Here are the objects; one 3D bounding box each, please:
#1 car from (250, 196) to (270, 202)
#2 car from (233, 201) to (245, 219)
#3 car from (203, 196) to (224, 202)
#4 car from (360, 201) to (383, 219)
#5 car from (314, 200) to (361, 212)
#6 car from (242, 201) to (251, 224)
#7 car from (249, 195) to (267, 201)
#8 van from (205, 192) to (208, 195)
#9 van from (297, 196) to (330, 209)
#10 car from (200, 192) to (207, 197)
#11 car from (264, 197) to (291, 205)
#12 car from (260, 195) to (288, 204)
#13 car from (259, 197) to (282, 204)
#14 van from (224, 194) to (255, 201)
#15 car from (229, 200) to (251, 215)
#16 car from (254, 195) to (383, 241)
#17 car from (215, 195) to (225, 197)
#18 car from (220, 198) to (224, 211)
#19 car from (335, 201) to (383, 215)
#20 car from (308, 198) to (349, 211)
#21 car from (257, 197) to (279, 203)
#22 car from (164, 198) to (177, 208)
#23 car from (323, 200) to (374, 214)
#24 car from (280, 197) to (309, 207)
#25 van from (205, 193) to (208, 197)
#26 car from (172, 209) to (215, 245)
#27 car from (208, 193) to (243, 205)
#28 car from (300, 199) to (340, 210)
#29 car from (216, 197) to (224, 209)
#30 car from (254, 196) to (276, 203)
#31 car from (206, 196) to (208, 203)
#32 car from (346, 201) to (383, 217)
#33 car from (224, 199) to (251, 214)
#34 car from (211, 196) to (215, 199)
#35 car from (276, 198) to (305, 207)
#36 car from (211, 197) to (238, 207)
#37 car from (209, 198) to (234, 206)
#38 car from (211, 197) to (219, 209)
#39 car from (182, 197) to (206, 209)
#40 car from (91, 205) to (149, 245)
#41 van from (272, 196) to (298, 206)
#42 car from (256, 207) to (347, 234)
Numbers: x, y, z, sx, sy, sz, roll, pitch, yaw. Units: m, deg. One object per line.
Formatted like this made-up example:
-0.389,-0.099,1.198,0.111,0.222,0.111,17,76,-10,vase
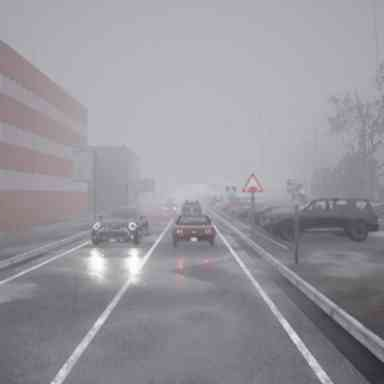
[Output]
17.883,1.773,87.598,5.008,1.535,2.097,0,1,-1,car
6.142,1.685,27.906,4.674,1.452,2.002,0,0,-1,car
5.498,1.772,87.263,5.366,1.575,1.946,0,1,-1,car
18.666,1.667,30.987,5.008,1.535,2.097,0,0,-1,car
18.506,1.754,42.404,5.008,1.535,2.097,0,0,-1,car
6.218,1.599,22.256,5.008,1.535,2.097,0,-1,-1,car
17.819,1.621,90.296,4.553,1.767,2.185,0,1,-1,car
5.587,1.662,75.959,4.442,1.987,1.878,0,1,-1,van
18.509,1.593,50.751,4.442,1.987,1.878,0,0,-1,van
5.403,1.608,78.781,5.566,2.045,2.435,0,1,-1,car
18.116,1.938,70.647,5.008,1.535,2.097,0,1,-1,car
18.054,1.662,73.479,5.566,2.045,2.435,0,1,-1,car
18.014,1.915,76.305,4.792,1.488,2.163,0,1,-1,car
6.142,1.484,36.386,4.442,1.987,1.878,0,0,-1,van
6.108,1.707,30.732,4.674,1.452,2.002,0,0,-1,car
6.275,1.297,16.606,5.566,2.045,2.435,0,-1,-1,car
5.898,1.671,47.685,4.553,1.767,2.185,0,0,-1,car
5.984,1.772,39.208,4.674,1.452,2.002,0,0,-1,car
18.621,1.740,36.634,4.792,1.488,2.163,0,0,-1,car
18.502,1.651,45.229,4.553,1.767,2.185,0,0,-1,car
17.975,1.887,79.129,4.792,1.488,2.163,0,1,-1,car
-3.659,1.750,57.236,2.097,1.767,4.553,0,0,0,car
18.555,1.733,39.581,5.008,1.535,2.097,0,0,-1,car
18.244,1.759,59.344,4.553,1.767,2.185,0,0,-1,car
5.665,1.713,70.429,4.442,1.987,1.878,0,0,-1,van
0.068,1.740,16.402,1.895,1.301,4.718,0,0,0,car
5.816,1.589,53.337,5.566,2.045,2.435,0,0,-1,car
18.437,1.798,48.051,5.008,1.535,2.097,0,0,-1,car
6.132,1.750,42.036,5.366,1.575,1.946,0,0,-1,car
17.974,1.832,81.827,4.892,1.521,2.231,0,1,-1,car
5.664,1.905,61.811,5.008,1.535,2.097,0,0,-1,car
18.627,1.688,33.810,5.008,1.535,2.097,0,0,-1,car
6.036,1.718,33.557,4.792,1.488,2.163,0,0,-1,car
6.013,1.815,50.512,5.366,1.575,1.946,0,0,-1,car
18.270,1.935,62.041,4.792,1.488,2.163,0,-1,-1,car
5.740,1.758,58.987,4.553,1.767,2.185,0,0,-1,car
5.627,1.967,64.636,4.674,1.452,2.002,0,0,-1,car
5.721,1.772,44.856,5.366,1.575,1.946,0,0,-1,car
-0.023,1.514,33.597,2.128,1.511,4.902,0,-2,0,car
-3.381,1.492,16.376,2.097,1.767,4.553,0,0,0,car
18.081,1.701,64.867,4.442,1.987,1.878,0,0,-1,van
6.261,1.614,19.429,4.674,1.452,2.002,0,-1,-1,car
